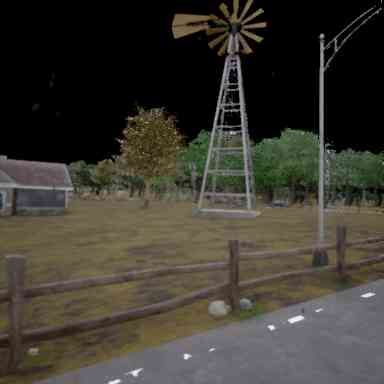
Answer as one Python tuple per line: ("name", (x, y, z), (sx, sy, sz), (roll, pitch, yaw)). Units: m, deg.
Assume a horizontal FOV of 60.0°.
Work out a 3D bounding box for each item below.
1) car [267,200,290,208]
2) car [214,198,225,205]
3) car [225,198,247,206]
("car", (16.295, 2.279, 62.580), (1.812, 1.442, 4.674), (3, -2, -36))
("car", (7.101, 2.079, 75.468), (2.128, 1.511, 4.902), (3, -2, -36))
("car", (9.309, 2.167, 67.628), (1.994, 1.385, 4.181), (3, -2, -35))
